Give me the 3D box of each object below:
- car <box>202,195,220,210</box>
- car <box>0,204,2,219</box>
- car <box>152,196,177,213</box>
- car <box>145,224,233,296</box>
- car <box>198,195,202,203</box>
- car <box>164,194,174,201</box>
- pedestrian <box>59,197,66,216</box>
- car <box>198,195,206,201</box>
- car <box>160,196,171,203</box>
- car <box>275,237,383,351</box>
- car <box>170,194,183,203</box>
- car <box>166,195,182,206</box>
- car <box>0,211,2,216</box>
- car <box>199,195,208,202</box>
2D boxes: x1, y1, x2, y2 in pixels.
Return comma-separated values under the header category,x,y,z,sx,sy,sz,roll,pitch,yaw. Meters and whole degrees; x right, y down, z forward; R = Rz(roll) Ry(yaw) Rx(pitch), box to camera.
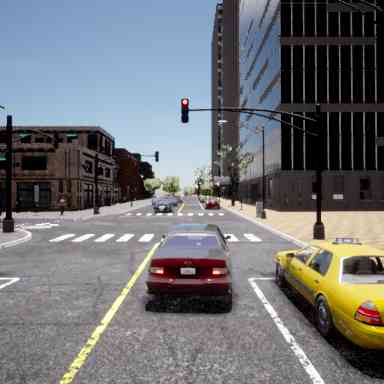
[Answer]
category,x,y,z,sx,sy,sz,roll,pitch,yaw
car,2.694,1.455,44.155,1.967,1.590,4.097,1,0,0
car,-19.424,1.811,29.279,4.313,1.339,1.947,-1,0,1
car,-3.108,1.504,36.644,2.128,1.511,4.902,0,0,0
car,0.074,1.550,8.828,2.033,1.411,5.357,0,0,3
car,2.687,1.552,72.000,1.752,1.417,4.829,1,0,0
car,-5.692,1.346,82.909,2.192,1.841,5.009,1,0,0
pedestrian,-12.551,1.368,32.147,0.375,1.860,0.375,0,0,1
car,2.684,1.578,88.434,1.887,1.381,4.507,1,0,0
car,-5.693,1.593,71.840,1.947,1.339,4.313,1,0,0
car,2.837,1.527,6.377,1.752,1.417,4.829,1,0,0
car,-3.024,1.379,68.068,2.097,1.767,4.553,0,0,0
car,-3.109,1.565,51.736,2.033,1.411,5.357,0,0,0
car,-17.977,1.789,26.511,4.718,1.301,1.895,-1,-1,3
car,2.686,1.554,77.534,1.752,1.417,4.829,1,0,0
